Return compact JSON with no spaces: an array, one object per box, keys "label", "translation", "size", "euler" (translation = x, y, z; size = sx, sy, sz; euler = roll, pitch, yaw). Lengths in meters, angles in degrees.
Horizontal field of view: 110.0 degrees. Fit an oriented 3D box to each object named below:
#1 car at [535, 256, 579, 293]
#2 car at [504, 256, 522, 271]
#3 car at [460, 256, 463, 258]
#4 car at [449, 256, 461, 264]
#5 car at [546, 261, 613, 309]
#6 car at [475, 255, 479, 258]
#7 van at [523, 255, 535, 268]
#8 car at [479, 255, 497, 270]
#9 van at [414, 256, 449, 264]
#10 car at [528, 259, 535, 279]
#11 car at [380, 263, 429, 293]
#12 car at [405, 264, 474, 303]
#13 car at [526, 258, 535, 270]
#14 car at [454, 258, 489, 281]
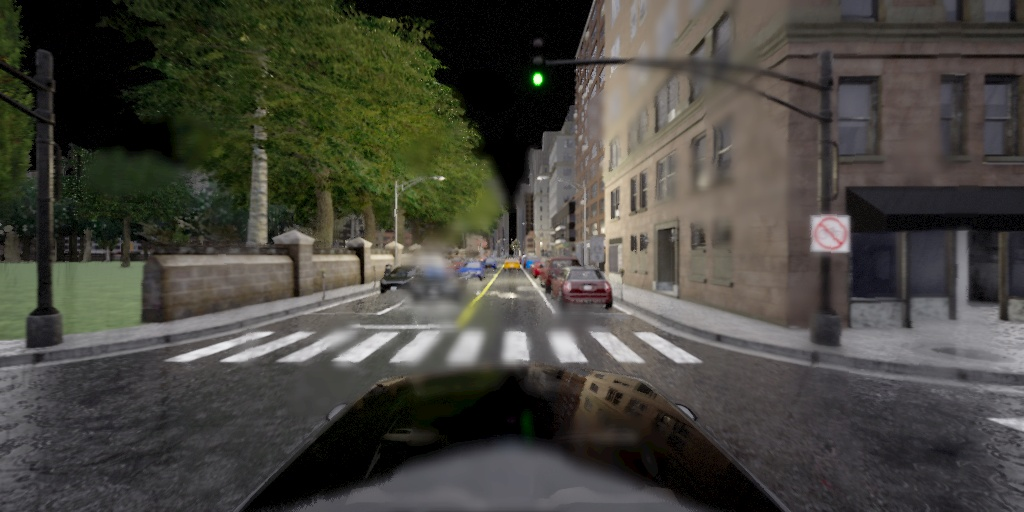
[{"label":"car","translation":[2.669,0.981,19.970],"size":[2.192,1.841,5.009],"euler":[0,0,0]},{"label":"car","translation":[0.004,1.026,45.153],"size":[1.882,1.535,5.008],"euler":[0,0,0]},{"label":"car","translation":[-5.855,0.908,36.210],"size":[2.192,1.841,5.009],"euler":[0,0,0]},{"label":"car","translation":[-5.855,1.058,30.803],"size":[1.967,1.591,4.097],"euler":[0,0,0]},{"label":"car","translation":[2.669,1.132,14.562],"size":[1.967,1.591,4.097],"euler":[0,0,0]},{"label":"car","translation":[-5.853,0.982,47.024],"size":[1.967,1.591,4.097],"euler":[0,0,0]},{"label":"van","translation":[2.672,0.880,47.011],"size":[1.690,1.789,3.998],"euler":[0,0,0]},{"label":"car","translation":[-3.016,1.014,47.969],"size":[1.882,1.535,5.008],"euler":[0,0,0]},{"label":"van","translation":[-5.855,0.985,25.394],"size":[1.690,1.789,3.998],"euler":[0,0,0]},{"label":"car","translation":[2.670,1.161,30.786],"size":[1.888,1.381,4.507],"euler":[0,0,0]},{"label":"car","translation":[-5.856,1.235,19.988],"size":[1.948,1.339,4.313],"euler":[0,0,0]},{"label":"car","translation":[-3.093,1.250,16.209],"size":[1.994,1.385,4.181],"euler":[0,0,0]},{"label":"car","translation":[2.671,1.172,36.195],"size":[1.802,1.307,4.207],"euler":[0,0,0]},{"label":"car","translation":[-3.099,1.155,28.295],"size":[1.812,1.442,4.674],"euler":[0,0,0]}]
